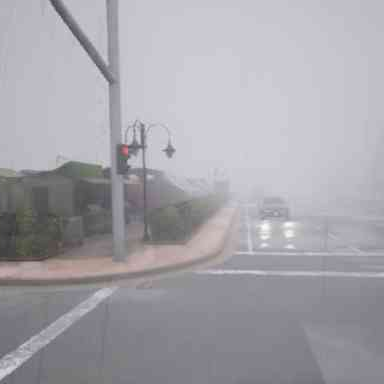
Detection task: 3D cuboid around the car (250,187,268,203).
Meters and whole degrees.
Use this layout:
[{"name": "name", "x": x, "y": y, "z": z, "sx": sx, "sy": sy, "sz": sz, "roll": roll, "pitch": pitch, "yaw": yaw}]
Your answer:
[{"name": "car", "x": 9.222, "y": 0.368, "z": 45.877, "sx": 2.150, "sy": 2.045, "sz": 5.566, "roll": -1, "pitch": 0, "yaw": 9}]

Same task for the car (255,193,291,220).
[{"name": "car", "x": 5.562, "y": 1.048, "z": 22.877, "sx": 1.837, "sy": 1.490, "sz": 4.892, "roll": -1, "pitch": 1, "yaw": 9}]
